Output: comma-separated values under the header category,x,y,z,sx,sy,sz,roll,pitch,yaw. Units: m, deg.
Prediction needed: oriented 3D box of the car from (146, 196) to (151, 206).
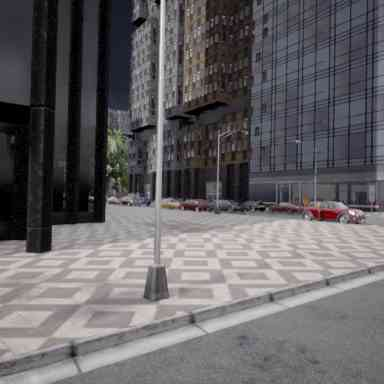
category,x,y,z,sx,sy,sz,roll,pitch,yaw
car,-8.735,1.229,54.152,2.150,2.045,5.566,2,-1,-35

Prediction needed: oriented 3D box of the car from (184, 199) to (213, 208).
category,x,y,z,sx,sy,sz,roll,pitch,yaw
car,0.939,1.723,50.496,2.008,1.369,4.403,2,-1,-35

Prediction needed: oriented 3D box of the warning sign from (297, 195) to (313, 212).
category,x,y,z,sx,sy,sz,roll,pitch,yaw
warning sign,12.854,1.338,37.781,1.300,1.860,1.060,2,-1,-35

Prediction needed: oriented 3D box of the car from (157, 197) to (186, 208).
category,x,y,z,sx,sy,sz,roll,pitch,yaw
car,-3.226,1.593,51.655,2.128,1.511,4.902,2,-1,-35

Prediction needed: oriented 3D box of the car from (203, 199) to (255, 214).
category,x,y,z,sx,sy,sz,roll,pitch,yaw
car,3.881,1.557,36.281,2.033,1.411,5.357,2,-1,-35

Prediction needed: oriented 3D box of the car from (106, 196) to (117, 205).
category,x,y,z,sx,sy,sz,roll,pitch,yaw
car,-12.377,1.532,54.488,1.802,1.307,4.206,2,-1,-35

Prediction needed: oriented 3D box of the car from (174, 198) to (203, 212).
category,x,y,z,sx,sy,sz,roll,pitch,yaw
car,0.371,1.485,36.617,1.887,1.381,4.507,2,-1,-35

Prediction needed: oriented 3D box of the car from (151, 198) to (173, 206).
category,x,y,z,sx,sy,sz,roll,pitch,yaw
car,-5.433,1.726,59.431,2.008,1.369,4.403,2,-1,-35

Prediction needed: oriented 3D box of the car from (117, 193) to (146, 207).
category,x,y,z,sx,sy,sz,roll,pitch,yaw
car,-9.187,1.389,50.022,1.967,1.590,4.097,2,-1,-35

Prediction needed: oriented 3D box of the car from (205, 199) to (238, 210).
category,x,y,z,sx,sy,sz,roll,pitch,yaw
car,4.027,1.694,46.168,1.752,1.417,4.829,2,-1,-35

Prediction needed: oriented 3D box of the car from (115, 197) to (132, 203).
category,x,y,z,sx,sy,sz,roll,pitch,yaw
car,-14.992,1.740,72.831,1.947,1.339,4.313,2,-1,-35

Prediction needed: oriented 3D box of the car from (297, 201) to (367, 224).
category,x,y,z,sx,sy,sz,roll,pitch,yaw
car,9.915,1.371,23.242,1.967,1.590,4.097,2,-1,-37

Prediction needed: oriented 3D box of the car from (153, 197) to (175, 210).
category,x,y,z,sx,sy,sz,roll,pitch,yaw
car,-2.717,1.469,40.947,1.752,1.417,4.829,2,-1,-35

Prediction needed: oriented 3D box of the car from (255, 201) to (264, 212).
category,x,y,z,sx,sy,sz,roll,pitch,yaw
car,7.311,1.731,41.562,1.947,1.339,4.313,2,-1,-35

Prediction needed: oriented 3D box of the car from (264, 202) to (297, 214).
category,x,y,z,sx,sy,sz,roll,pitch,yaw
car,10.497,1.744,37.095,1.802,1.307,4.206,2,-1,-35

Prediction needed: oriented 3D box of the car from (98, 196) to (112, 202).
category,x,y,z,sx,sy,sz,roll,pitch,yaw
car,-21.364,1.755,81.765,1.802,1.307,4.206,2,-1,-35

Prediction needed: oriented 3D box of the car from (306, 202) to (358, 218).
category,x,y,z,sx,sy,sz,roll,pitch,yaw
car,13.683,1.725,32.628,1.947,1.339,4.313,2,-1,-35

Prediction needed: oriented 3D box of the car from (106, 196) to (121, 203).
category,x,y,z,sx,sy,sz,roll,pitch,yaw
car,-18.276,1.699,77.437,1.752,1.417,4.829,2,-1,-35
